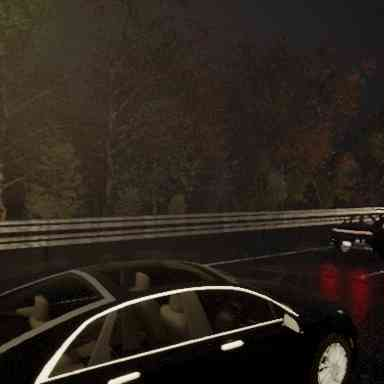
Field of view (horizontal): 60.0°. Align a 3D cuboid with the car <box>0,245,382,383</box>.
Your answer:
[{"bbox_3d":[-0.190,1.520,3.519,4.892,1.490,1.837,1,0,-35],"label":"car"}]

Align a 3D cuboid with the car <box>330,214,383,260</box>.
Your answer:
[{"bbox_3d":[7.390,1.604,12.943,4.902,1.511,2.128,1,0,-34],"label":"car"}]
